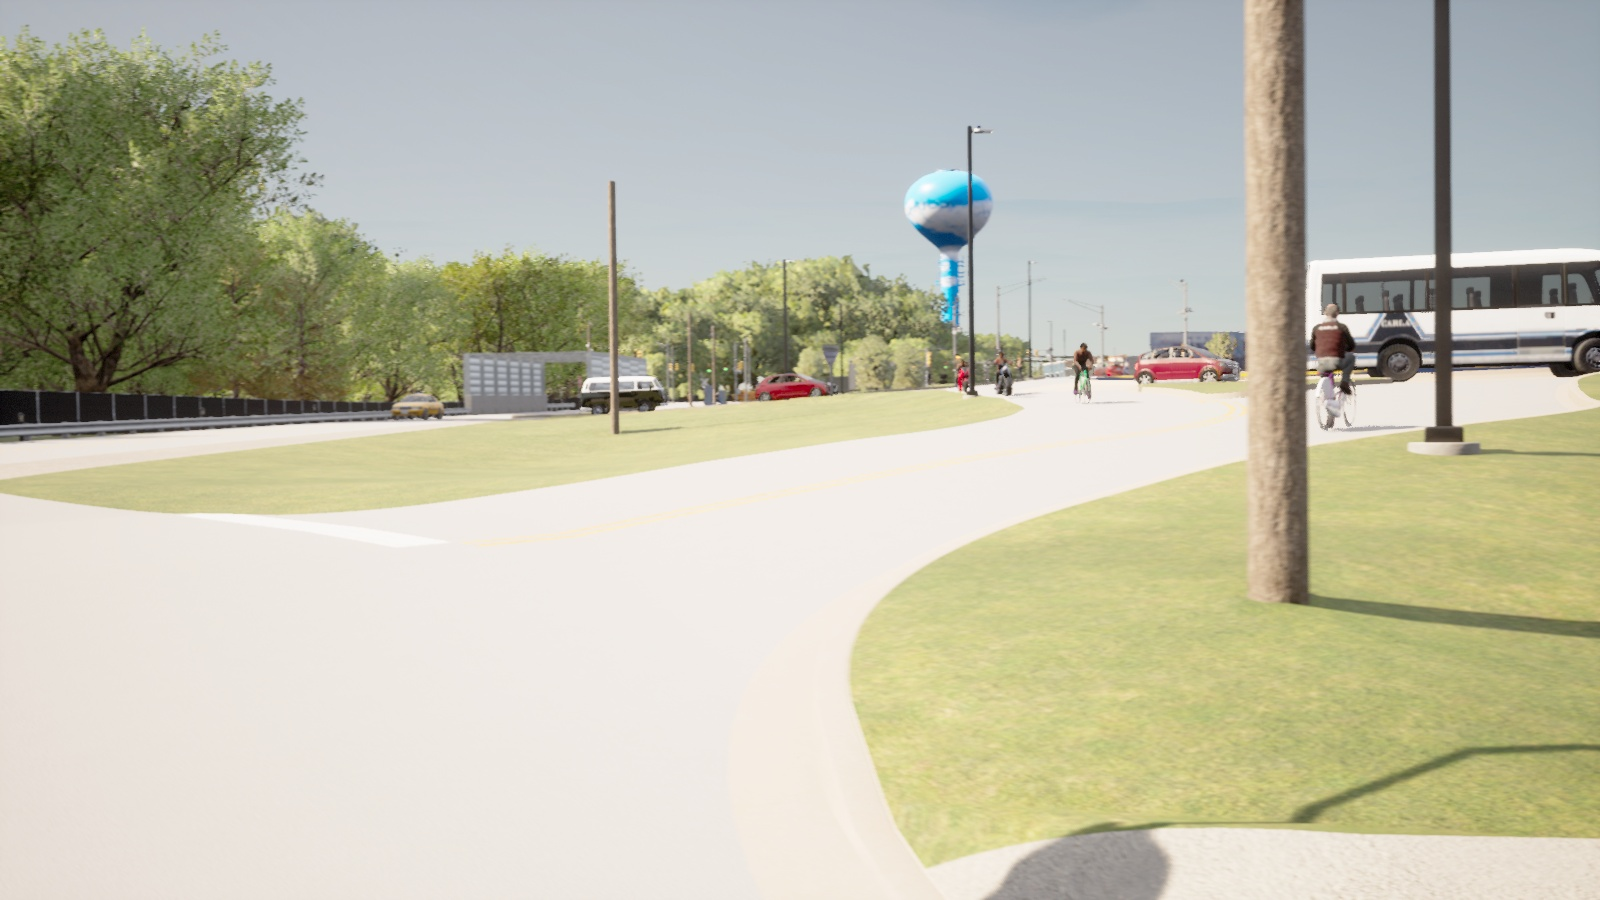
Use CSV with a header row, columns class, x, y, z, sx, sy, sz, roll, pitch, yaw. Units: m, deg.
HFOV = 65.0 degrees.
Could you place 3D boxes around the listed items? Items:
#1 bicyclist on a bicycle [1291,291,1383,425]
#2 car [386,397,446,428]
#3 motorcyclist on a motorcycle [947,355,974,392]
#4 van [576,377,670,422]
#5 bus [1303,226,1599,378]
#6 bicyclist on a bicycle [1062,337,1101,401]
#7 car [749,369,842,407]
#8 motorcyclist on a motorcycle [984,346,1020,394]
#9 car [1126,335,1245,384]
class,x,y,z,sx,sy,sz,roll,pitch,yaw
bicyclist on a bicycle,7.631,-1.311,17.804,0.659,1.776,1.843,-1,4,39
car,-21.211,-2.075,69.499,1.801,1.575,5.366,-2,2,-2
motorcyclist on a motorcycle,6.973,-3.307,54.626,0.797,1.523,2.044,-1,2,-2
van,-9.279,-2.662,65.948,4.480,2.038,2.069,-3,4,2
bus,22.495,-4.812,41.864,10.273,4.253,3.944,-2,1,17
bicyclist on a bicycle,7.423,-2.140,33.163,0.582,1.620,1.656,-2,4,-2
car,-0.221,-3.134,63.383,4.193,1.474,1.816,-4,2,21
motorcyclist on a motorcycle,7.235,-2.880,45.051,0.766,1.649,2.350,-4,4,-1
car,14.061,-3.259,45.877,3.705,1.549,1.789,-1,1,44
